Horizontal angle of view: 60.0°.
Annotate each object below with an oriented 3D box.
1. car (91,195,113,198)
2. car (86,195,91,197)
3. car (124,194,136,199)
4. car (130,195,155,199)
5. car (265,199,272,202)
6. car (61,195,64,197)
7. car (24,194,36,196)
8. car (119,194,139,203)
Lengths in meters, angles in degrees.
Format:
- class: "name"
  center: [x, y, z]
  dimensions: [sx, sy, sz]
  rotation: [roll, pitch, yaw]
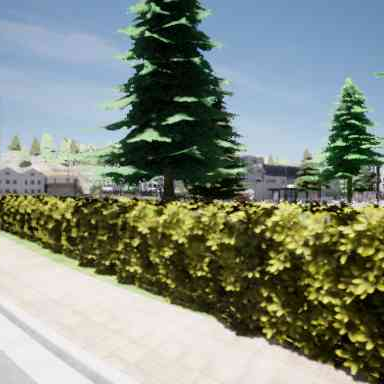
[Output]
- class: "car"
  center: [-22.474, 1.520, 85.228]
  dimensions: [5.027, 1.636, 2.152]
  rotation: [0, 0, -40]
- class: "car"
  center: [-26.835, 1.617, 89.947]
  dimensions: [3.806, 1.475, 1.970]
  rotation: [0, 0, -40]
- class: "car"
  center: [-12.097, 1.418, 73.439]
  dimensions: [4.605, 1.855, 1.932]
  rotation: [0, 0, -40]
- class: "car"
  center: [-7.901, 1.633, 56.616]
  dimensions: [3.806, 1.475, 1.970]
  rotation: [0, 0, -40]
- class: "car"
  center: [11.094, 1.739, 45.829]
  dimensions: [4.674, 1.442, 1.812]
  rotation: [0, 0, -40]
- class: "car"
  center: [-34.593, 1.669, 88.242]
  dimensions: [4.514, 1.523, 2.007]
  rotation: [0, 0, -40]
- class: "car"
  center: [-37.831, 1.414, 76.499]
  dimensions: [4.605, 1.855, 1.932]
  rotation: [0, 0, -40]
- class: "car"
  center: [-14.275, 1.405, 75.406]
  dimensions: [3.866, 1.878, 1.905]
  rotation: [0, 0, -40]
